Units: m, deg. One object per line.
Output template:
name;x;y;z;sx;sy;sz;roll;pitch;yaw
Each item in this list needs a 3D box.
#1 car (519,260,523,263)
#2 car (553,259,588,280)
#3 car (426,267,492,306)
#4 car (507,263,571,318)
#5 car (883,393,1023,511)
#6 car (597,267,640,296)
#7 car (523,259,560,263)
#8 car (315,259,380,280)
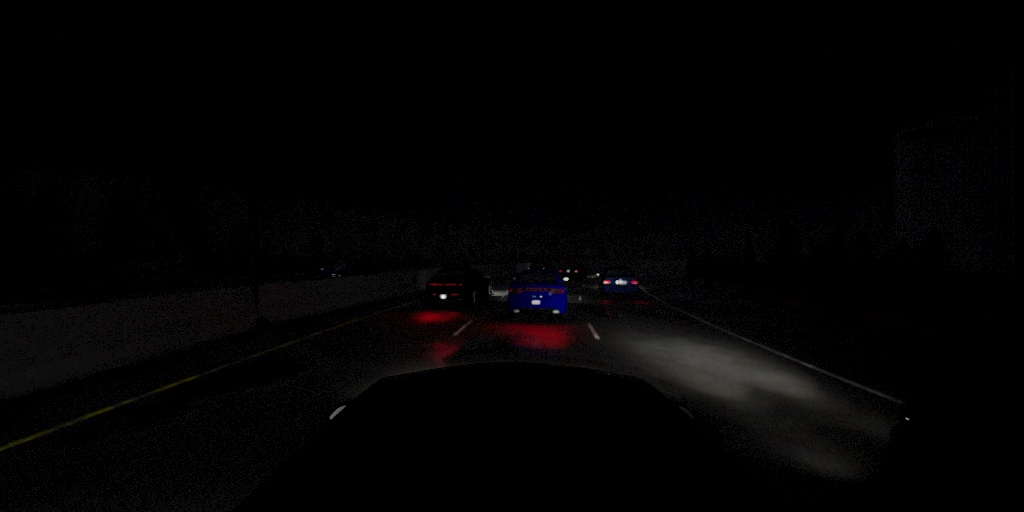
car;2.070;1.258;49.253;2.033;1.411;5.357;0;0;29
car;5.321;1.246;30.828;2.033;1.411;5.357;0;0;20
car;-2.133;1.212;15.425;1.837;1.490;4.892;0;0;9
car;1.021;1.196;12.958;1.882;1.535;5.008;0;0;7
car;3.716;1.258;0.629;2.128;1.511;4.902;0;0;-1
car;5.557;1.261;18.978;2.033;1.411;5.357;0;0;12
car;2.841;1.222;34.003;1.812;1.442;4.674;0;0;20
car;-11.170;1.156;24.701;1.882;1.535;5.008;0;0;14
